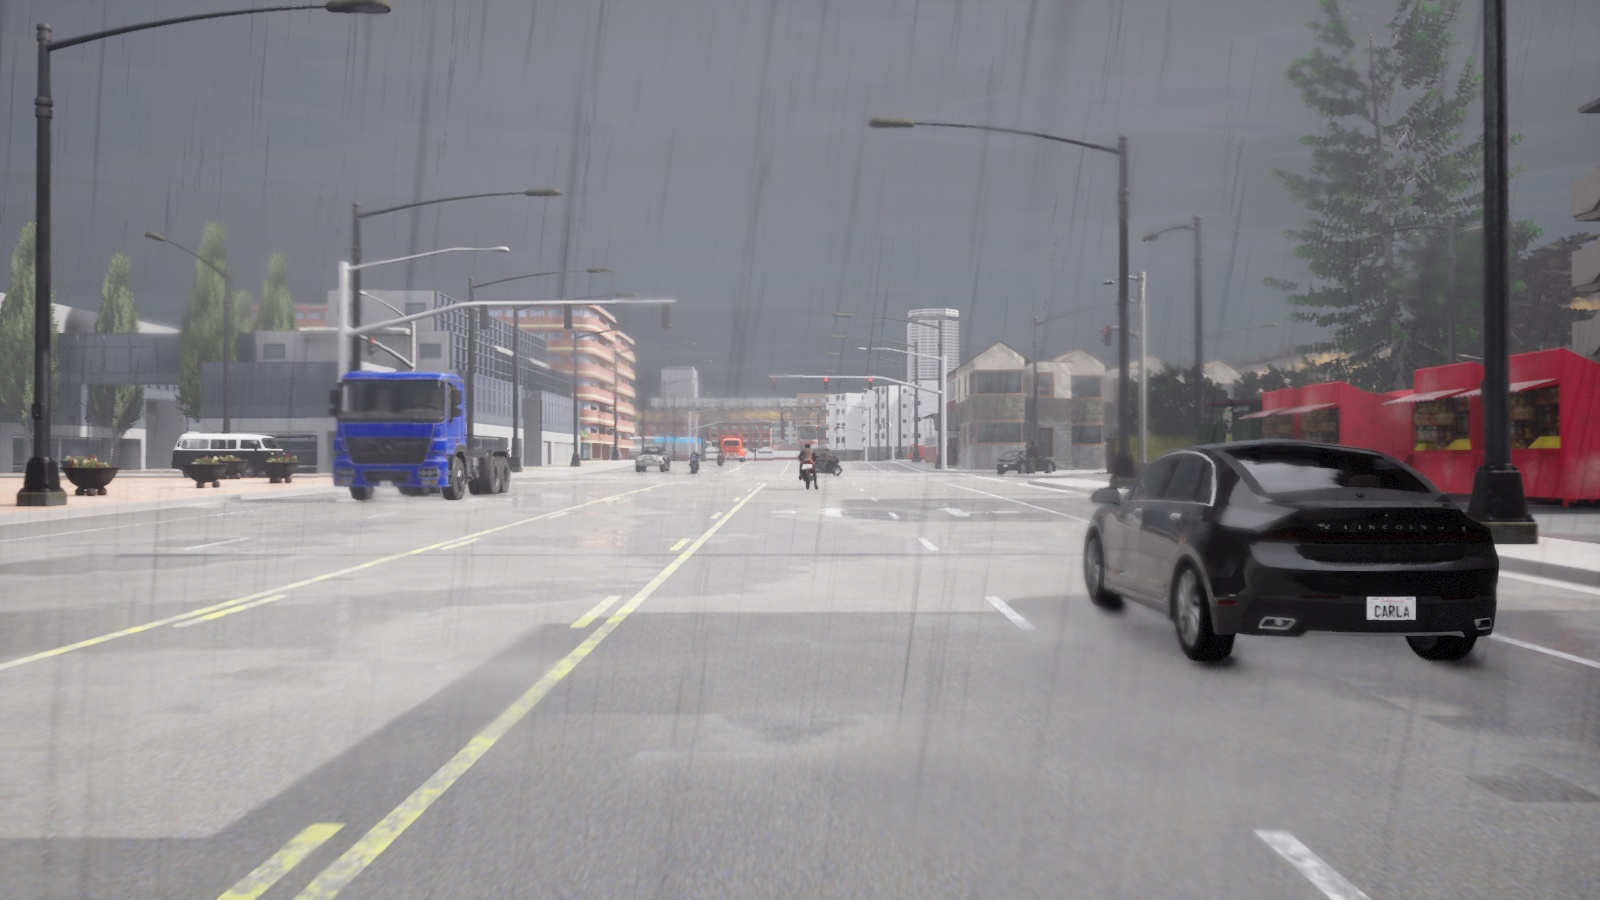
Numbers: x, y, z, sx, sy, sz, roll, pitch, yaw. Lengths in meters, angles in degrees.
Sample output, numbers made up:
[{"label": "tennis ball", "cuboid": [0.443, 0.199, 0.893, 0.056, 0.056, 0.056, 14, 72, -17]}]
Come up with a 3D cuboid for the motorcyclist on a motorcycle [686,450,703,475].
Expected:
[{"label": "motorcyclist on a motorcycle", "cuboid": [-6.535, 0.763, 77.800, 0.866, 1.530, 2.191, 0, 0, 0]}]

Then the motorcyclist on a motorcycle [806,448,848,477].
[{"label": "motorcyclist on a motorcycle", "cuboid": [1.399, 0.657, 66.121, 2.044, 1.523, 0.797, 0, -2, -23]}]

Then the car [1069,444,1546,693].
[{"label": "car", "cuboid": [3.573, 0.699, 9.994, 1.837, 1.490, 4.892, 0, 0, 0]}]

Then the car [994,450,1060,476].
[{"label": "car", "cuboid": [13.667, 0.784, 75.522, 4.193, 1.474, 1.816, 1, -1, -44]}]

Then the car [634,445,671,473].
[{"label": "car", "cuboid": [-9.993, 0.570, 85.173, 1.932, 1.855, 4.605, 0, 0, 0]}]

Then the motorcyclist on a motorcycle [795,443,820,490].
[{"label": "motorcyclist on a motorcycle", "cuboid": [0.254, 0.534, 41.344, 0.797, 1.523, 2.044, 0, 0, 0]}]

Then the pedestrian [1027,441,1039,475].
[{"label": "pedestrian", "cuboid": [12.731, 0.456, 68.578, 0.431, 1.840, 0.703, 0, -1, -9]}]

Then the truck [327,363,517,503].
[{"label": "truck", "cuboid": [-10.281, -0.423, 35.169, 2.891, 3.462, 7.936, 0, 0, 0]}]

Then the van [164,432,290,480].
[{"label": "van", "cuboid": [-24.626, 0.267, 54.121, 4.480, 2.038, 2.069, 0, -1, 1]}]
